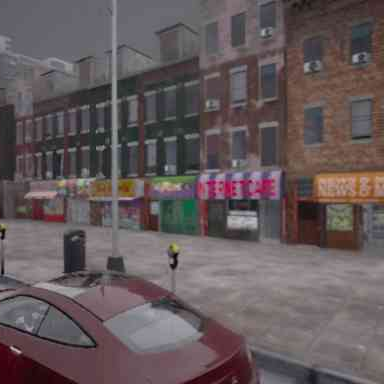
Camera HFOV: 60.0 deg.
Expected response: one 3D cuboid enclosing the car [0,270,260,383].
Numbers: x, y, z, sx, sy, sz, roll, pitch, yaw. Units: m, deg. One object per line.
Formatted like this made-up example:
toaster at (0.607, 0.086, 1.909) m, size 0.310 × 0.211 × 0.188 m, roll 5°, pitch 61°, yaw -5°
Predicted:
car at (-1.328, 1.579, 3.765) m, size 4.206 × 1.307 × 1.802 m, roll 0°, pitch 0°, yaw 35°
